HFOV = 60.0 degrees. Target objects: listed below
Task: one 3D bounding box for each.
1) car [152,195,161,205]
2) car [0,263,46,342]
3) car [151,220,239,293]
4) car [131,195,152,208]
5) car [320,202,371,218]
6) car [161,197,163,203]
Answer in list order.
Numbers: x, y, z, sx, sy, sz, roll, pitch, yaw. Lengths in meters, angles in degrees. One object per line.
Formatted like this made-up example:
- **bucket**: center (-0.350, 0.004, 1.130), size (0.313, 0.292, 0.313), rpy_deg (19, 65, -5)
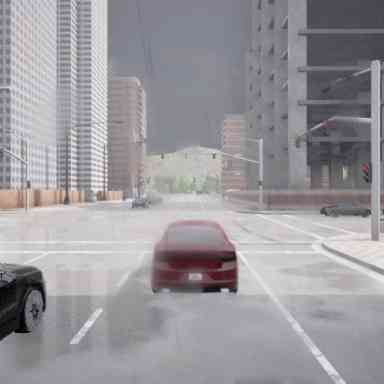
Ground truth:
- **car**: center (-7.111, 1.358, 56.768), size (2.097, 1.767, 4.553), rpy_deg (0, 0, 1)
- **car**: center (-3.447, 1.493, 3.857), size (2.128, 1.511, 4.902), rpy_deg (0, 0, 0)
- **car**: center (0.059, 1.479, 8.900), size (1.882, 1.535, 5.008), rpy_deg (0, 0, 0)
- **car**: center (-7.262, 1.510, 46.935), size (1.837, 1.490, 4.892), rpy_deg (0, 0, 1)
- **car**: center (13.913, 1.567, 30.258), size (4.181, 1.385, 1.994), rpy_deg (0, 0, 0)
- **car**: center (-6.906, 1.554, 67.037), size (2.033, 1.411, 5.357), rpy_deg (0, 0, 1)
